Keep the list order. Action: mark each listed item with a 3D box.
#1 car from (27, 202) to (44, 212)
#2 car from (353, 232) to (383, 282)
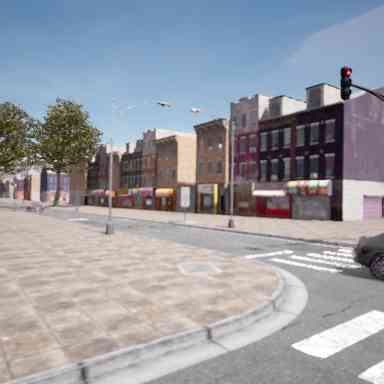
[{"bbox_3d":[-23.979,2.257,50.834,1.812,1.442,4.674,2,-2,-35],"label":"car"},{"bbox_3d":[6.330,1.581,7.948,1.812,1.442,4.674,1,-1,-35],"label":"car"}]
